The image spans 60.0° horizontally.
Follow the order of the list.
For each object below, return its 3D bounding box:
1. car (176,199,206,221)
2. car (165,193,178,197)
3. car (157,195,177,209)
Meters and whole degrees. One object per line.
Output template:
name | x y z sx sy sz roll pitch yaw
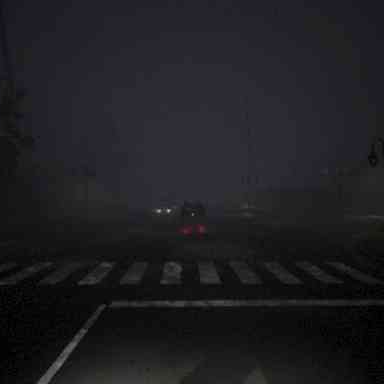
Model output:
car | 0.090 1.450 26.968 2.128 1.511 4.902 0 0 0
car | -3.566 1.233 55.432 2.150 2.045 5.566 0 0 0
car | -3.591 1.557 44.857 2.033 1.411 5.357 0 0 0
